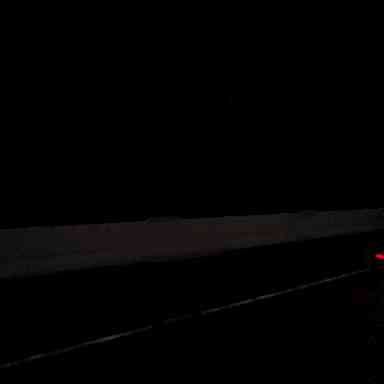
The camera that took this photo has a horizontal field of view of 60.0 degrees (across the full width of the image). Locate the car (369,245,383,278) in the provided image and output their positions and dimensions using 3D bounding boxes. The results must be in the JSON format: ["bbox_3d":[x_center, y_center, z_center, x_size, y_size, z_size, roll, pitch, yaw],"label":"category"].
[{"bbox_3d":[6.730,1.556,8.618,5.357,1.411,2.033,0,0,-35],"label":"car"}]
